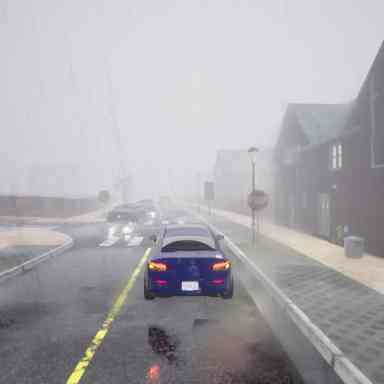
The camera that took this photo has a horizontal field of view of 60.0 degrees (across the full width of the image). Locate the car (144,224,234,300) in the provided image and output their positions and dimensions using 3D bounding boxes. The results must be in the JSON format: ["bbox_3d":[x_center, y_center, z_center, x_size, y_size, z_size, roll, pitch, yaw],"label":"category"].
[{"bbox_3d":[-0.125,1.528,8.289,1.812,1.442,4.674,0,0,-2],"label":"car"}]

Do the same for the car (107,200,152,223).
[{"bbox_3d":[-4.828,1.566,25.408,1.994,1.385,4.181,0,0,9],"label":"car"}]

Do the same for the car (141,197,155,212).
[{"bbox_3d":[-5.257,1.529,38.648,1.812,1.442,4.674,0,0,-7],"label":"car"}]

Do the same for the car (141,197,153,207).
[{"bbox_3d":[-7.062,1.527,52.190,1.812,1.442,4.674,0,0,-9],"label":"car"}]

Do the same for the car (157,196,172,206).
[{"bbox_3d":[-4.579,1.359,55.085,2.097,1.767,4.553,0,0,-9],"label":"car"}]
